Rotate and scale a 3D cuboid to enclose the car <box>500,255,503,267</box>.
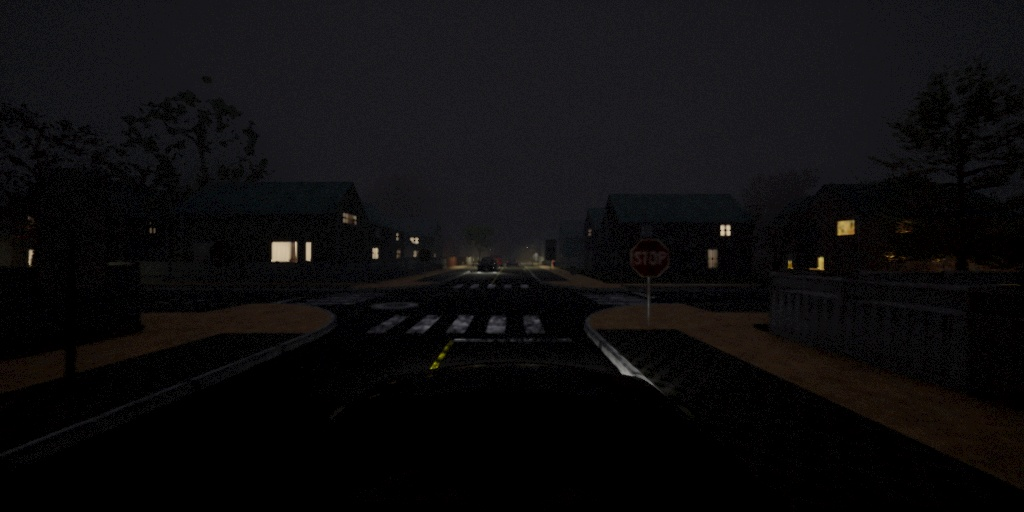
[{"bbox_3d":[-2.726,0.719,60.086,2.150,2.045,5.566,0,0,1],"label":"car"}]

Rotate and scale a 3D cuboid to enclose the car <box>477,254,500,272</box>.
[{"bbox_3d":[-2.800,0.889,41.544,2.097,1.767,4.553,0,0,0],"label":"car"}]

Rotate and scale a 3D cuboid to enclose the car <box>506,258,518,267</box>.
[{"bbox_3d":[0.043,1.062,59.973,1.994,1.385,4.181,0,0,0],"label":"car"}]
